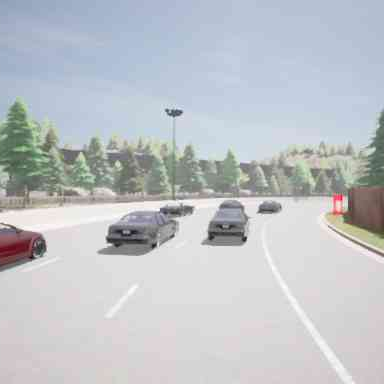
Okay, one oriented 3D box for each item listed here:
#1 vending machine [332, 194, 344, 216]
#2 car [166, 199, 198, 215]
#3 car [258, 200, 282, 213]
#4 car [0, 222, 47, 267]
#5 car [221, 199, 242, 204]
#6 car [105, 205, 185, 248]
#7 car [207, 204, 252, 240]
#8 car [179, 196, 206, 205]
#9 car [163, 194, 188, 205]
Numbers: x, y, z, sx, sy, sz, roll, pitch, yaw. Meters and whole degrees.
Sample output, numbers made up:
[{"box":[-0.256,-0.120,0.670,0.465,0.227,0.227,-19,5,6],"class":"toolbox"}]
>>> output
[{"box":[13.888,1.229,31.642,1.100,2.100,0.880,0,0,24],"class":"vending machine"},{"box":[-1.275,1.570,30.972,1.895,1.301,4.718,0,0,19],"class":"car"},{"box":[8.694,1.571,36.715,1.994,1.385,4.181,0,0,24],"class":"car"},{"box":[-6.146,1.530,9.796,1.994,1.385,4.181,0,0,6],"class":"car"},{"box":[4.200,1.515,35.284,1.812,1.442,4.674,0,0,23],"class":"car"},{"box":[-1.977,1.527,14.760,2.033,1.411,5.357,0,0,10],"class":"car"},{"box":[1.980,1.542,16.932,2.033,1.411,5.357,0,0,12],"class":"car"},{"box":[0.180,1.501,57.644,2.033,1.411,5.357,0,0,33],"class":"car"},{"box":[-2.844,1.292,59.289,2.097,1.767,4.553,0,0,34],"class":"car"}]
